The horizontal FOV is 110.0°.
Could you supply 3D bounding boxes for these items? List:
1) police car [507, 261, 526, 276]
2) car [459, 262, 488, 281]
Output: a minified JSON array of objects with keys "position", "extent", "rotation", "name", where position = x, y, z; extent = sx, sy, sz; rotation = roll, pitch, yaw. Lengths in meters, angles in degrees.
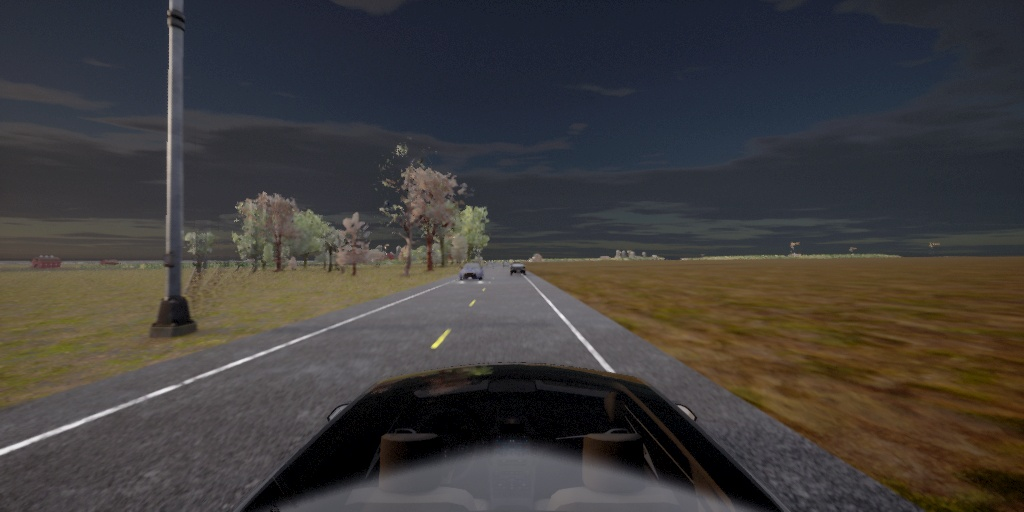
[{"position":[0.730,1.588,44.953],"extent":[1.930,1.638,5.238],"rotation":[0,-1,-1],"name":"police car"},{"position":[-3.772,1.410,34.191],"extent":[2.097,1.767,4.553],"rotation":[0,-1,0],"name":"car"}]
